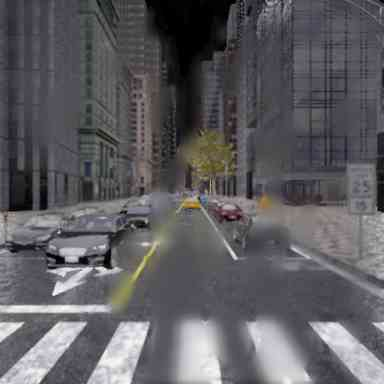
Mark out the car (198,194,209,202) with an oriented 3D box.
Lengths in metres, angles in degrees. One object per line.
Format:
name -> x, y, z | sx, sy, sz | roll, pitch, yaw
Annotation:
car -> 2.597, 1.288, 76.853 | 2.192, 1.841, 5.009 | 0, 0, 0

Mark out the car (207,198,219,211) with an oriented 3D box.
car -> 2.699, 1.531, 29.958 | 2.008, 1.369, 4.403 | 0, 0, 0

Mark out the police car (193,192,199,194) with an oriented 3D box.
police car -> 0.757, 1.398, 67.808 | 1.930, 1.638, 5.238 | 0, 0, 0

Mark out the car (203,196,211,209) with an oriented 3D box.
car -> 2.678, 1.527, 39.830 | 2.008, 1.369, 4.403 | 0, 0, 0

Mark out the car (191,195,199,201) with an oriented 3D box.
car -> 0.723, 1.482, 83.699 | 1.837, 1.490, 4.892 | 0, 0, 0

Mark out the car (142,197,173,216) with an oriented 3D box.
car -> -3.157, 1.475, 31.767 | 2.128, 1.511, 4.902 | 0, 0, 0

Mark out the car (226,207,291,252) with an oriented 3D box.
car -> 2.734, 1.540, 13.625 | 2.008, 1.369, 4.403 | 0, 0, 0

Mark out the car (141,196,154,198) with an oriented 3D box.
car -> -5.844, 1.507, 38.417 | 1.752, 1.417, 4.829 | 0, 0, 0

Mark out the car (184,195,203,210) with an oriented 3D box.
car -> 0.013, 1.455, 41.665 | 1.882, 1.535, 5.008 | 0, 0, 0

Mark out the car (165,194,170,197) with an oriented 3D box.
car -> -5.903, 1.527, 65.653 | 2.008, 1.369, 4.403 | 0, 0, 0

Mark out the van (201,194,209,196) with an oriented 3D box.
van -> 2.632, 1.313, 60.986 | 1.690, 1.788, 3.998 | 0, 0, 0

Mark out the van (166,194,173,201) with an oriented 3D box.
van -> -5.950, 1.323, 87.306 | 1.690, 1.788, 3.998 | 0, 0, 0

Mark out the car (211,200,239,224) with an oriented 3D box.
car -> 2.710, 1.528, 24.514 | 1.887, 1.381, 4.507 | 0, 0, 0

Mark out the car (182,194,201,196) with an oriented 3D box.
car -> -0.108, 1.466, 51.959 | 2.128, 1.511, 4.902 | 0, 0, 0

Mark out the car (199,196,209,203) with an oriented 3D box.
car -> 2.609, 1.523, 71.564 | 2.008, 1.369, 4.403 | 0, 0, 0

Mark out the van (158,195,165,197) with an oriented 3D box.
van -> -5.880, 1.318, 54.827 | 1.690, 1.788, 3.998 | 0, 0, 0

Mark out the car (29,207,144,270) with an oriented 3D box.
car -> -3.129, 1.486, 11.135 | 2.128, 1.511, 4.902 | 0, 0, 0

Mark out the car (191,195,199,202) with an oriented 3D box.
car -> 0.735, 1.430, 77.889 | 1.801, 1.575, 5.366 | 0, 0, 0

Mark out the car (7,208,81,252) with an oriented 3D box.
car -> -5.791, 1.545, 13.610 | 2.008, 1.369, 4.403 | 0, 0, 0

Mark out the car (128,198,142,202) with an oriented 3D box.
car -> -5.833, 1.549, 33.173 | 1.947, 1.339, 4.313 | 0, 0, 0

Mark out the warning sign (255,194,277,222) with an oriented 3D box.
warning sign -> 5.022, 1.098, 22.705 | 1.300, 1.860, 1.060 | 0, 0, 0

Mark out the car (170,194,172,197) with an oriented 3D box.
car -> -5.914, 1.559, 71.066 | 1.802, 1.307, 4.206 | 0, 0, 0

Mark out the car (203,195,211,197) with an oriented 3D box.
car -> 2.666, 1.500, 45.289 | 1.752, 1.417, 4.829 | 0, 0, 0

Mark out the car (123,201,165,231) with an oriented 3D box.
car -> -3.142, 1.535, 20.921 | 2.033, 1.411, 5.357 | 0, 0, 0

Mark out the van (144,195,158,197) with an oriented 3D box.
van -> -5.857, 1.321, 44.000 | 1.690, 1.788, 3.998 | 0, 0, 0
